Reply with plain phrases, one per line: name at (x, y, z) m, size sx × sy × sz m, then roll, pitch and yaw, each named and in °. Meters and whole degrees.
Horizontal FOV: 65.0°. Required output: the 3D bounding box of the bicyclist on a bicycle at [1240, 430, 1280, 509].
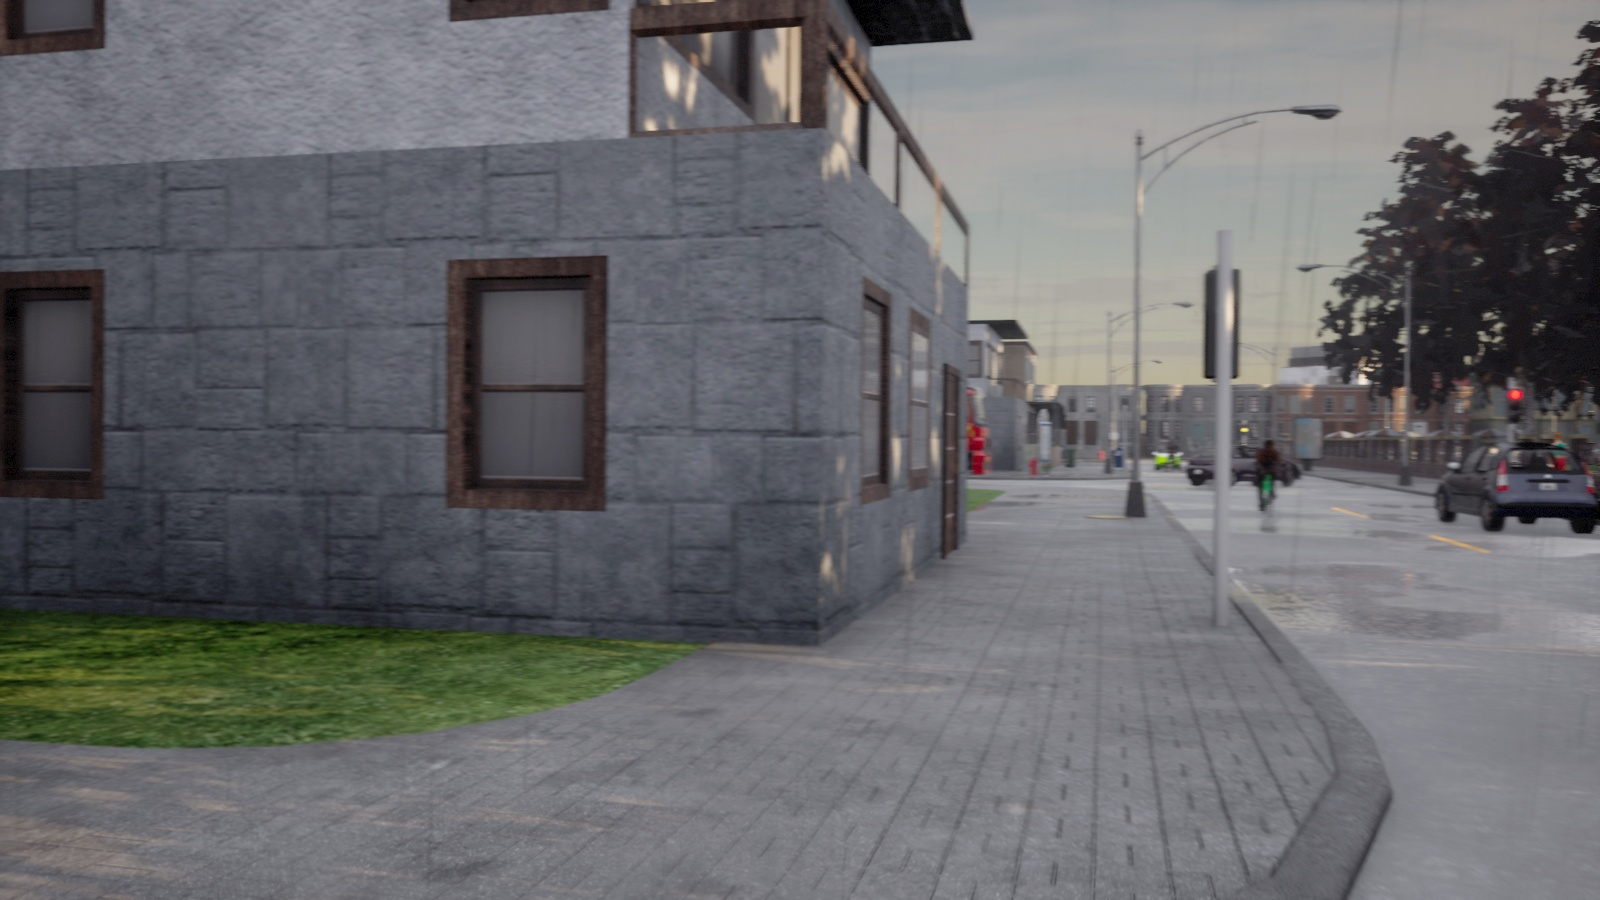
bicyclist on a bicycle at (9.720, 0.397, 26.582) m, size 0.582 × 1.620 × 1.656 m, roll -1°, pitch 1°, yaw 13°

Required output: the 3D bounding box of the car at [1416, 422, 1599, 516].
car at (13.247, 0.322, 23.778) m, size 1.851 × 1.617 × 3.988 m, roll -1°, pitch 1°, yaw 11°

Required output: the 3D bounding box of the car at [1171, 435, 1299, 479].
car at (15.453, 0.226, 44.591) m, size 4.193 × 1.474 × 1.816 m, roll -1°, pitch 1°, yaw -25°

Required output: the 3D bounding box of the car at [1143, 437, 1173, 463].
car at (19.737, -0.005, 69.315) m, size 1.481 × 1.376 × 2.207 m, roll -1°, pitch 0°, yaw 13°

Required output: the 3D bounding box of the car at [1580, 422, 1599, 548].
car at (11.054, 0.465, 14.315) m, size 2.033 × 1.649 × 4.856 m, roll -1°, pitch 1°, yaw 11°

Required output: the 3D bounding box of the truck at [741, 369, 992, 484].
truck at (2.404, -0.786, 44.665) m, size 8.468 × 3.827 × 2.891 m, roll -1°, pitch 1°, yaw 13°
